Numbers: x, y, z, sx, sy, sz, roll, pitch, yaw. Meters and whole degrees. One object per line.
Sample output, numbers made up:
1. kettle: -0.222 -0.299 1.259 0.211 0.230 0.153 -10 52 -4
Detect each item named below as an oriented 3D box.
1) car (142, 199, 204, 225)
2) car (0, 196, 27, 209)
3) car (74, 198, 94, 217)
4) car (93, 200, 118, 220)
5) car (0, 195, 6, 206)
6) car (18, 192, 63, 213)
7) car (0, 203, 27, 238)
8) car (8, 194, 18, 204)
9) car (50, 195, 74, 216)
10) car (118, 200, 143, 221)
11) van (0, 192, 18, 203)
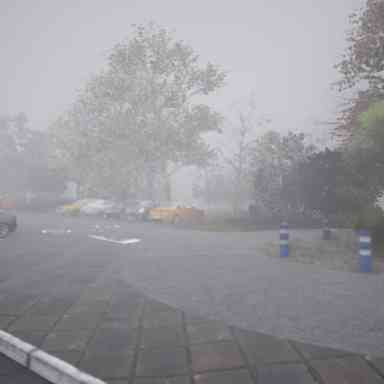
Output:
1. car: -0.986 1.497 24.660 2.097 1.535 5.008 1 1 36
2. car: -23.275 1.222 40.885 2.163 1.488 4.792 0 0 36
3. car: -7.610 1.441 29.472 2.002 1.452 4.674 1 1 36
4. car: -5.384 1.463 27.823 2.163 1.488 4.792 1 1 36
5. car: -27.770 1.167 44.119 2.097 1.535 5.008 0 0 36
6. car: -14.312 1.052 34.377 2.435 2.045 5.566 1 1 36
7. car: -10.828 1.503 15.611 2.163 1.488 4.792 1 1 36
8. car: -16.589 1.300 35.960 2.163 1.488 4.792 1 1 36
9. car: -9.958 1.366 30.951 1.946 1.575 5.366 1 1 36
10. car: -3.206 1.339 26.316 2.185 1.767 4.553 1 1 36
11. van: -18.844 1.013 37.776 1.878 1.987 4.442 1 0 36
